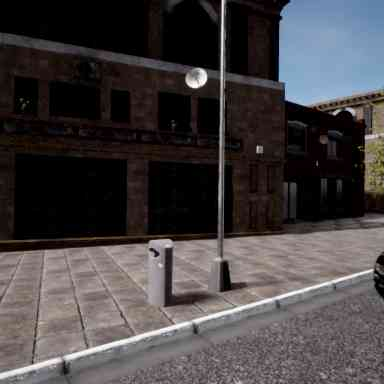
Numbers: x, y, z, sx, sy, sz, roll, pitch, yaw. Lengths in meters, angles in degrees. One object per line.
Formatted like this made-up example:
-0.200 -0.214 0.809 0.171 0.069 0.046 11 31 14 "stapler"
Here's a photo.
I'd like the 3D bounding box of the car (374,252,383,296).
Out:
6.005 1.480 7.527 5.008 1.535 1.882 0 0 -37 "car"
